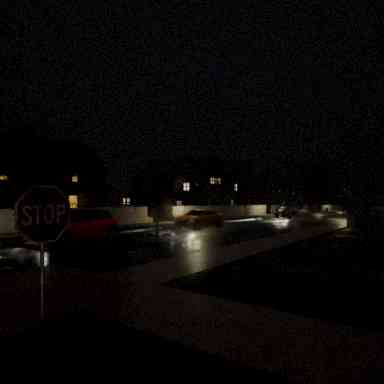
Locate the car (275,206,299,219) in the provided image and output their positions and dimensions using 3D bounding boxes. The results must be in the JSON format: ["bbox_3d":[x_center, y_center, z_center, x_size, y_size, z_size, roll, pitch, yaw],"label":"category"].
[{"bbox_3d":[11.851,2.551,41.339,2.128,1.511,4.902,-1,-2,36],"label":"car"}]

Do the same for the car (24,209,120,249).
[{"bbox_3d":[-5.742,1.639,16.336,2.097,1.767,4.553,0,-2,34],"label":"car"}]

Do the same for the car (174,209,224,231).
[{"bbox_3d":[0.612,2.034,25.452,1.882,1.535,5.008,0,-1,35],"label":"car"}]
